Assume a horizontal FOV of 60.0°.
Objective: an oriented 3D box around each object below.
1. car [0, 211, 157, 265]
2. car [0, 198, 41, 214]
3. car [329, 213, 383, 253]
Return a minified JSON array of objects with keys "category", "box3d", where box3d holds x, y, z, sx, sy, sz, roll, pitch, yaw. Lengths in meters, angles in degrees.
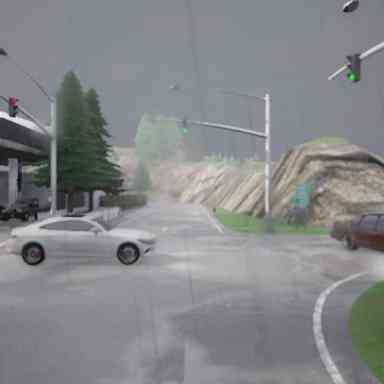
[{"category":"car","box3d":[-3.471,1.478,10.813,4.674,1.442,1.812,0,0,-1]},{"category":"car","box3d":[-14.541,1.480,28.660,1.905,1.878,3.866,0,0,-1]},{"category":"car","box3d":[6.862,1.422,11.065,2.033,1.411,5.357,0,0,-12]}]
